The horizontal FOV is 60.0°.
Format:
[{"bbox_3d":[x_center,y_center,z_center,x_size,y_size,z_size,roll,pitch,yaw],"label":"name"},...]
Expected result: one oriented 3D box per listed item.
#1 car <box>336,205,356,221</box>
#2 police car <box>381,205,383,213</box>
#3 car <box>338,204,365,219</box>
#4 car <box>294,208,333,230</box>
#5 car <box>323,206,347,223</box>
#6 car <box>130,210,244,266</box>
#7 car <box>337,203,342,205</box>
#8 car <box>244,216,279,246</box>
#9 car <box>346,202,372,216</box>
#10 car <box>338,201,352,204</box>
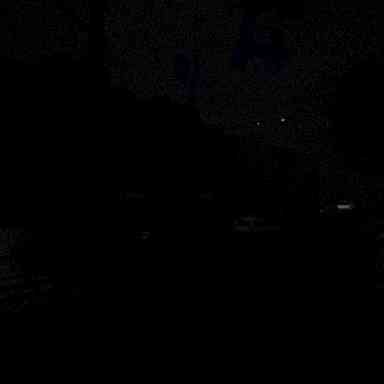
[{"bbox_3d":[15.922,2.413,35.530,1.802,1.307,4.206,-1,-2,36],"label":"car"},{"bbox_3d":[31.572,2.793,57.227,1.930,1.638,5.238,1,-1,36],"label":"police car"},{"bbox_3d":[19.144,2.484,40.043,1.887,1.381,4.507,-1,-2,36],"label":"car"},{"bbox_3d":[9.477,2.184,26.505,1.947,1.339,4.313,-1,-2,36],"label":"car"},{"bbox_3d":[12.700,2.275,31.018,2.008,1.369,4.403,-1,-2,36],"label":"car"},{"bbox_3d":[-0.189,1.618,12.974,2.192,1.841,5.009,-1,-2,36],"label":"car"},{"bbox_3d":[17.345,2.456,41.871,1.812,1.442,4.674,1,-1,35],"label":"car"},{"bbox_3d":[3.132,1.937,17.620,1.752,1.417,4.829,-1,-2,36],"label":"car"},{"bbox_3d":[22.366,2.490,44.558,1.967,1.590,4.097,-1,-2,36],"label":"car"},{"bbox_3d":[23.292,2.355,50.197,2.150,2.045,5.566,1,-1,36],"label":"car"}]
